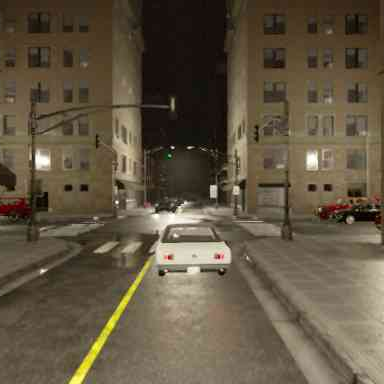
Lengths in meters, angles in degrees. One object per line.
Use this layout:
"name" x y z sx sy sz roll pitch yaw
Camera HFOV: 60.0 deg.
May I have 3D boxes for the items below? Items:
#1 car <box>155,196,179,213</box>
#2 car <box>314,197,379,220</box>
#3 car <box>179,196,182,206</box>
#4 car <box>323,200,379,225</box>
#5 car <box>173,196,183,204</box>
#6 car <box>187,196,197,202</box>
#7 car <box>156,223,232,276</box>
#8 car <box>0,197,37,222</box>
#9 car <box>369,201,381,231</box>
"car" -2.842 1.366 36.492 2.097 1.767 4.553 0 0 0
"car" 12.269 1.330 26.051 5.009 1.841 2.192 0 0 0
"car" -2.828 1.513 45.702 2.128 1.511 4.902 0 0 0
"car" 12.238 1.511 23.513 4.892 1.490 1.837 0 0 0
"car" -2.746 1.569 65.459 1.812 1.442 4.674 0 0 0
"car" 0.003 1.585 78.169 2.128 1.511 4.902 0 0 0
"car" -0.107 1.601 10.292 1.895 1.301 4.718 0 0 -4
"car" -14.788 1.335 26.047 5.009 1.841 2.192 0 0 0
"car" 12.289 1.428 18.025 4.097 1.590 1.967 0 0 0
